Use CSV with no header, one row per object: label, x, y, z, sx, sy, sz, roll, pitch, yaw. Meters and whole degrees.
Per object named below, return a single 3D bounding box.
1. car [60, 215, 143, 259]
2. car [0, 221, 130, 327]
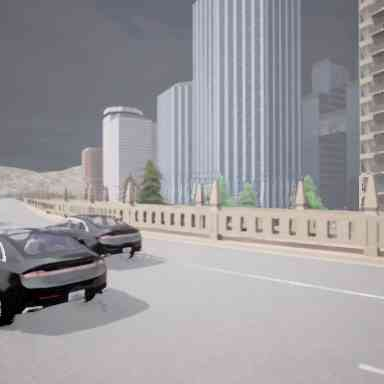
car,-3.787,1.549,11.717,4.902,1.511,2.128,0,0,42
car,-3.815,1.522,7.129,4.902,1.511,2.128,0,0,39
